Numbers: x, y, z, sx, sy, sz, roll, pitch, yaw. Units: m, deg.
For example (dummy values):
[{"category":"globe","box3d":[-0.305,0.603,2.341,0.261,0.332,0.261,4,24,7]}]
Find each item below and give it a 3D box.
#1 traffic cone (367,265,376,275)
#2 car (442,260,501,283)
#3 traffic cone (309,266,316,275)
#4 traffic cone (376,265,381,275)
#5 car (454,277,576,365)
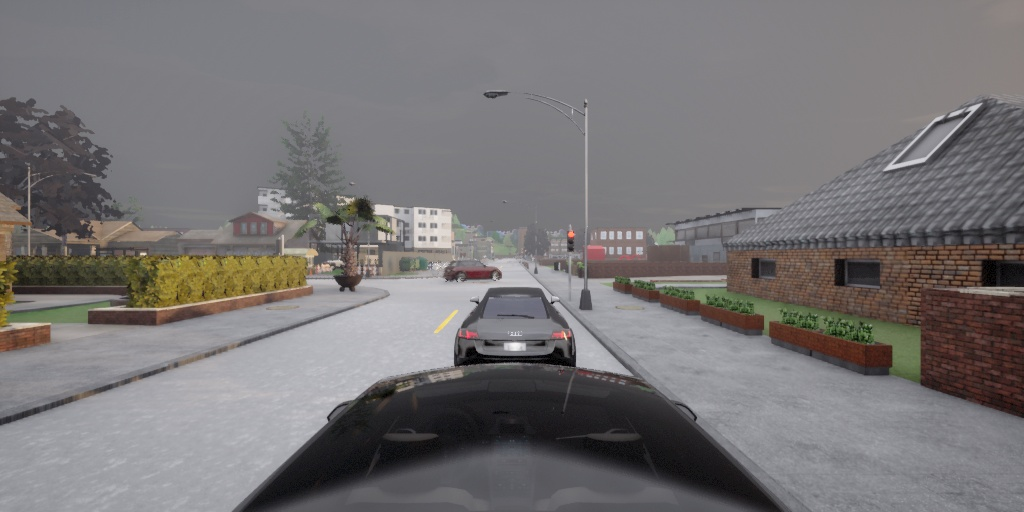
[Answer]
[{"category":"traffic cone","box3d":[-15.752,1.561,40.143,0.344,0.586,0.344,0,0,0]},{"category":"car","box3d":[-3.041,1.101,28.010,4.553,1.767,2.097,0,0,-37]},{"category":"traffic cone","box3d":[-19.799,1.568,35.259,0.344,0.586,0.344,0,0,0]},{"category":"traffic cone","box3d":[-15.391,1.558,40.712,0.344,0.586,0.344,0,0,0]},{"category":"car","box3d":[0.059,1.314,7.326,1.994,1.385,4.181,0,0,0]}]
